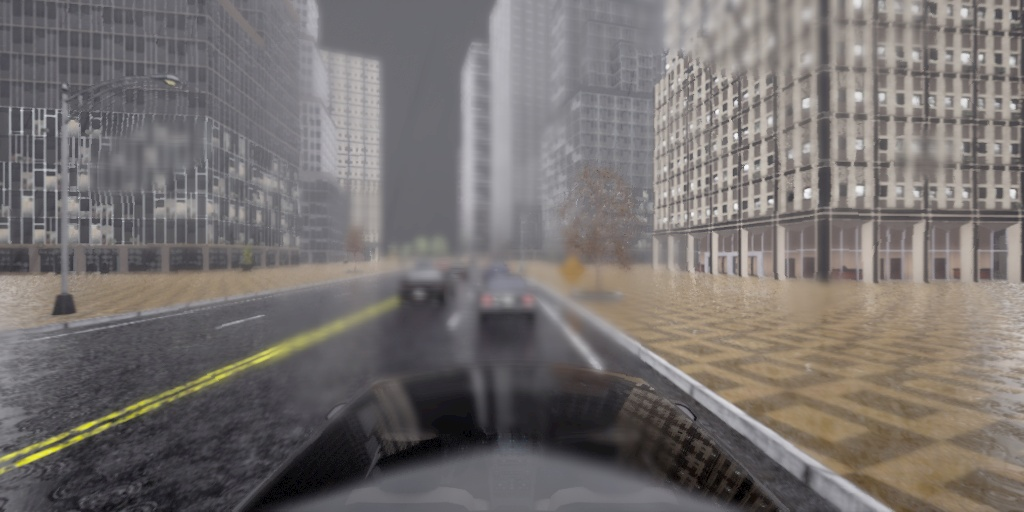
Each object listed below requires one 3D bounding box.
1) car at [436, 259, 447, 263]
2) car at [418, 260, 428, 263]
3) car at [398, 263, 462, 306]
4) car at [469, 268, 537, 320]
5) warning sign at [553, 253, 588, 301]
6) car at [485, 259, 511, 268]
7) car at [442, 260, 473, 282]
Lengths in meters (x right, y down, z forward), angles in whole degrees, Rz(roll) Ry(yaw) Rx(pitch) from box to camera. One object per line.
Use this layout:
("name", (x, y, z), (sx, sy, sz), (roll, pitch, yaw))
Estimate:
("car", (-11.253, 1.231, 58.319), (2.097, 1.767, 4.553), (0, 0, -9))
("car", (-14.569, 1.430, 58.628), (2.033, 1.411, 5.357), (0, 0, -8))
("car", (-3.559, 1.263, 15.922), (1.882, 1.535, 5.008), (0, 0, -2))
("car", (-0.195, 1.323, 12.665), (2.033, 1.411, 5.357), (0, 0, -2))
("warning sign", (2.555, 0.894, 15.122), (1.300, 1.860, 1.060), (0, 0, -2))
("car", (-1.178, 1.164, 29.883), (2.097, 1.767, 4.553), (0, 0, -4))
("car", (-4.429, 1.322, 29.783), (1.837, 1.490, 4.892), (0, 0, -4))
